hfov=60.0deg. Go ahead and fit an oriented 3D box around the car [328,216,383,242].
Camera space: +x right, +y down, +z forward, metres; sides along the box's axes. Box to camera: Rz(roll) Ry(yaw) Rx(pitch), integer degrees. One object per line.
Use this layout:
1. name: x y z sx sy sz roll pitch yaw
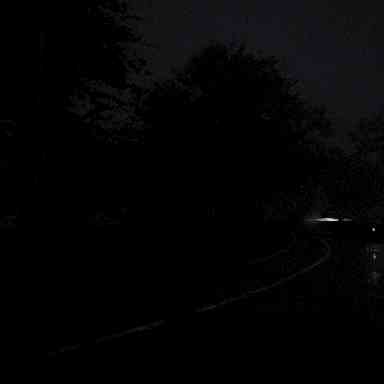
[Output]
1. car: 10.178 2.138 19.951 1.895 1.301 4.718 2 -1 -6
